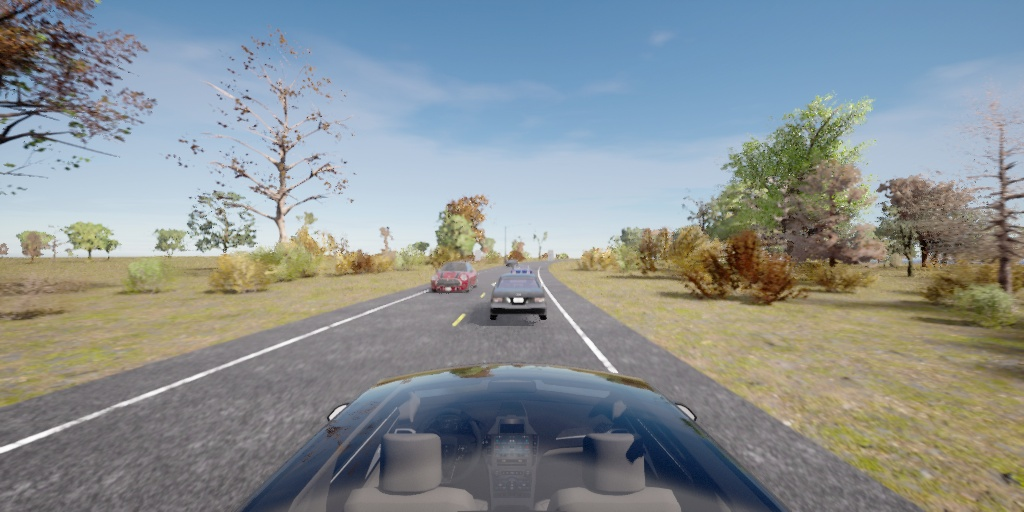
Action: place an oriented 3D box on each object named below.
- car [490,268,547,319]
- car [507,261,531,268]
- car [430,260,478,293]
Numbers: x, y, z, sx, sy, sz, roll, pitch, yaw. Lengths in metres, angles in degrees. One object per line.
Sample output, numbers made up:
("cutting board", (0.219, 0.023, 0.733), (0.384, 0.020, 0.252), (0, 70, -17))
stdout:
("car", (0.220, 1.319, 12.846), (2.033, 1.411, 5.357), (0, 0, 1))
("car", (0.883, 1.402, 31.989), (1.895, 1.301, 4.718), (0, 0, 3))
("car", (-3.262, 1.136, 20.952), (2.097, 1.767, 4.553), (0, 0, 2))
